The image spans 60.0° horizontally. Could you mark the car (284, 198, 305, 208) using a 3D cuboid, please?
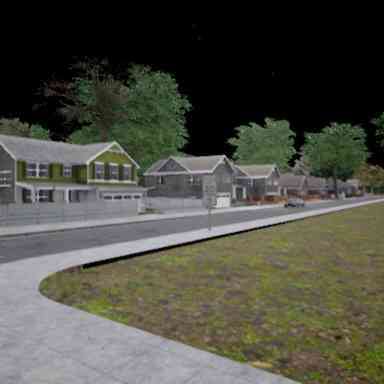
[{"bbox_3d":[14.397,1.537,46.560,1.994,1.385,4.181,0,0,35],"label":"car"}]
